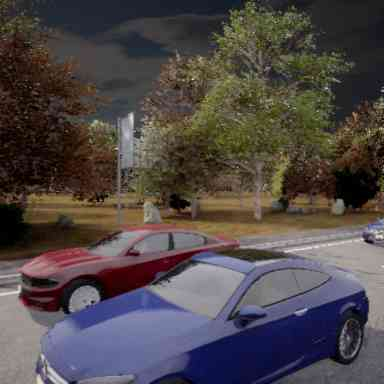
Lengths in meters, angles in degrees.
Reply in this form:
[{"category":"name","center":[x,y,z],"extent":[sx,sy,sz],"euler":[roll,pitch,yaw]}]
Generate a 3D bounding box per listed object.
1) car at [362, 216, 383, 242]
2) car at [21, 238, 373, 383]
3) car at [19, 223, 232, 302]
[{"category":"car","center":[9.712,1.619,15.235],"extent":[4.674,1.442,1.812],"euler":[0,0,-35]},{"category":"car","center":[0.531,1.544,4.373],"extent":[4.674,1.442,1.812],"euler":[0,0,-36]},{"category":"car","center":[-1.096,1.503,7.513],"extent":[5.008,1.535,1.882],"euler":[1,0,-36]}]
